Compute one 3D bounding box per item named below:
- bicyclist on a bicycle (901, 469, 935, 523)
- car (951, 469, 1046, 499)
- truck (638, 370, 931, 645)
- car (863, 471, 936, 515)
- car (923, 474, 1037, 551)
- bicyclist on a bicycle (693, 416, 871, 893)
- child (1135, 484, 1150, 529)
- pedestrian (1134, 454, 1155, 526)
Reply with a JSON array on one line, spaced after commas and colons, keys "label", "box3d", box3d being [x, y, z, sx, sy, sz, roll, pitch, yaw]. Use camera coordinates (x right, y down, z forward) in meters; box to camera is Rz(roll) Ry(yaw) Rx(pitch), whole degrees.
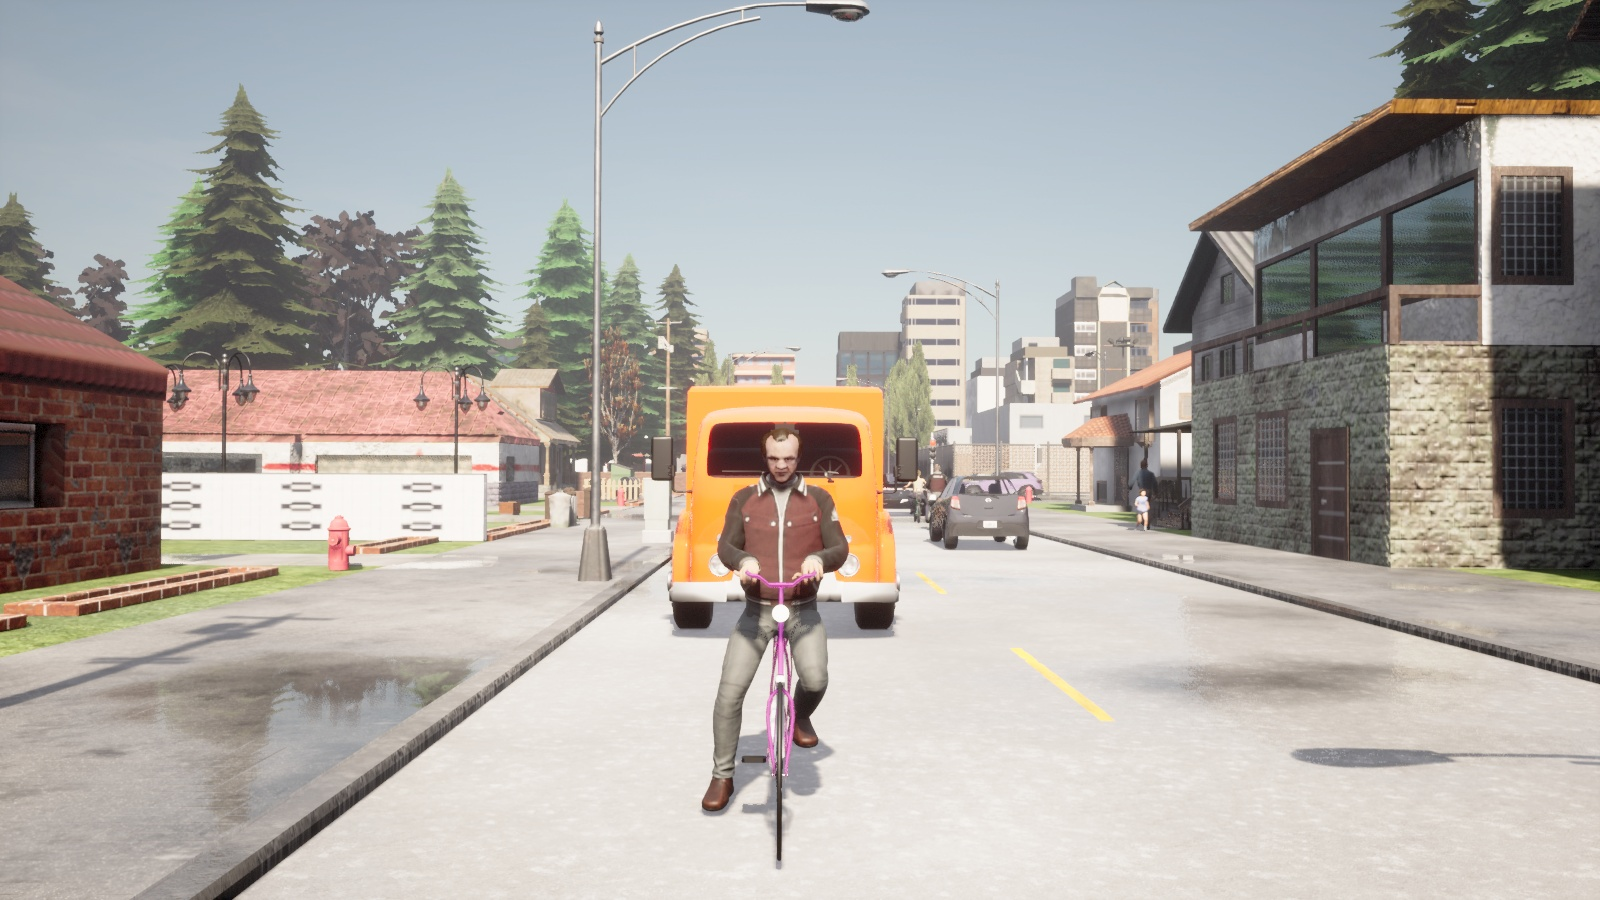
[{"label": "bicyclist on a bicycle", "box3d": [3.580, 1.378, 38.293, 0.866, 1.612, 1.509, 0, -1, -1]}, {"label": "car", "box3d": [10.870, 1.856, 68.960, 4.856, 1.649, 2.033, 0, -1, -1]}, {"label": "truck", "box3d": [-0.168, 0.562, 13.922, 2.627, 2.467, 5.204, 0, -1, -1]}, {"label": "car", "box3d": [3.519, 1.516, 45.323, 2.128, 1.511, 4.902, 0, -1, -1]}, {"label": "car", "box3d": [3.705, 1.256, 26.404, 1.845, 1.501, 3.633, 0, -1, -1]}, {"label": "bicyclist on a bicycle", "box3d": [-0.079, 0.780, 5.614, 0.659, 1.776, 1.843, 0, -1, -1]}, {"label": "child", "box3d": [8.448, 1.389, 30.983, 0.255, 1.110, 0.394, 0, -1, -3]}, {"label": "pedestrian", "box3d": [9.000, 1.037, 32.790, 0.370, 1.835, 0.726, 0, -1, 3]}]
